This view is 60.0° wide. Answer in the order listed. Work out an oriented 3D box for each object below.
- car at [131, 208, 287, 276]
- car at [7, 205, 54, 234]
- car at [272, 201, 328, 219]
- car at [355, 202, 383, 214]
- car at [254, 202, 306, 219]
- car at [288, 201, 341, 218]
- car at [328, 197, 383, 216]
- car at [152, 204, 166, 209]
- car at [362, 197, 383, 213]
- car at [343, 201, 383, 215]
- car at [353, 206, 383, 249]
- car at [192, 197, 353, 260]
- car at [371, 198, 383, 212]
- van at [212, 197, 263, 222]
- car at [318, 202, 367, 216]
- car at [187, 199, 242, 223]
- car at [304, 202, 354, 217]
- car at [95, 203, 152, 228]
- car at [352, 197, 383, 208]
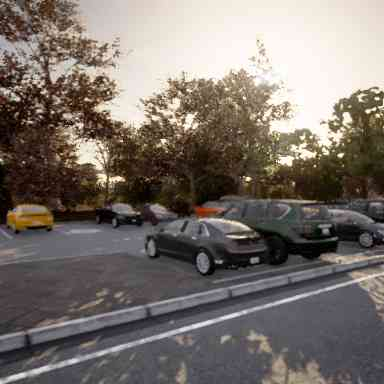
[{"bbox_3d":[0.230,1.505,10.590,2.231,1.521,4.892,1,0,-35],"label":"car"},{"bbox_3d":[-9.604,1.483,19.647,2.097,1.535,5.008,0,0,-35],"label":"car"},{"bbox_3d":[10.911,1.772,34.041,1.946,1.575,5.366,1,-1,-36],"label":"car"},{"bbox_3d":[24.300,2.058,43.829,2.002,1.452,4.674,1,-1,-36],"label":"car"},{"bbox_3d":[8.537,1.776,32.571,2.002,1.452,4.674,1,-1,-35],"label":"car"},{"bbox_3d":[13.073,1.814,35.806,2.097,1.535,5.008,1,-1,-36],"label":"car"},{"bbox_3d":[19.886,1.682,40.645,2.435,2.045,5.566,1,-1,-36],"label":"car"},{"bbox_3d":[-2.801,1.597,24.496,2.002,1.452,4.674,1,0,-35],"label":"car"},{"bbox_3d":[26.685,1.815,45.500,2.435,2.045,5.566,1,-1,-36],"label":"car"},{"bbox_3d":[22.137,1.976,42.281,2.097,1.535,5.008,1,-1,-36],"label":"car"},{"bbox_3d":[7.070,1.587,15.473,2.231,1.521,4.892,1,-1,-35],"label":"car"},{"bbox_3d":[2.494,1.277,12.243,2.435,2.045,5.566,1,0,-35],"label":"car"},{"bbox_3d":[28.850,1.861,47.048,2.435,2.045,5.566,1,-1,-36],"label":"car"},{"bbox_3d":[3.935,1.431,29.435,1.878,1.987,4.442,1,-1,-35],"label":"van"},{"bbox_3d":[17.585,1.922,39.071,2.163,1.488,4.792,1,-1,-36],"label":"car"},{"bbox_3d":[1.756,1.496,27.700,2.185,1.767,4.553,1,-1,-35],"label":"car"},{"bbox_3d":[15.353,1.883,37.405,2.163,1.488,4.792,1,-1,-36],"label":"car"},{"bbox_3d":[-5.073,1.528,22.883,2.097,1.535,5.008,1,0,-35],"label":"car"},{"bbox_3d":[9.345,1.370,17.120,2.435,2.045,5.566,1,-1,-35],"label":"car"}]
